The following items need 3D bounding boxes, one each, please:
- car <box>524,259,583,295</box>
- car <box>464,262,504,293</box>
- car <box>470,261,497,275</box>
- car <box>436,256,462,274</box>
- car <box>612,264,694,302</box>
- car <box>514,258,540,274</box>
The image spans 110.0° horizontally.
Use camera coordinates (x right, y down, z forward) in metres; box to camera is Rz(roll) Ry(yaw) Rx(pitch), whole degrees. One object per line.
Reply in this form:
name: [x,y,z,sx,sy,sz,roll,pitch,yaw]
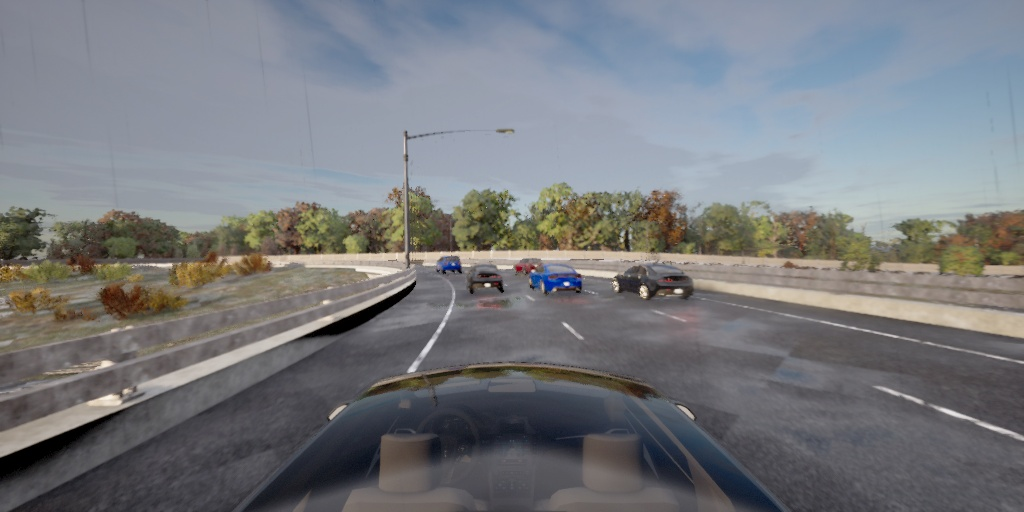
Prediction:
car: [2.182,1.136,19.119,1.882,1.535,5.008,-1,0,-9]
car: [-1.627,1.230,20.735,1.837,1.490,4.892,-1,1,-9]
car: [-3.265,1.296,40.260,1.895,1.301,4.718,-1,0,-20]
car: [-7.247,0.988,40.943,2.150,2.045,5.566,-1,0,-21]
car: [6.124,1.101,16.142,1.837,1.490,4.892,-1,0,-6]
car: [1.678,0.968,36.381,2.097,1.767,4.553,-1,0,-17]
